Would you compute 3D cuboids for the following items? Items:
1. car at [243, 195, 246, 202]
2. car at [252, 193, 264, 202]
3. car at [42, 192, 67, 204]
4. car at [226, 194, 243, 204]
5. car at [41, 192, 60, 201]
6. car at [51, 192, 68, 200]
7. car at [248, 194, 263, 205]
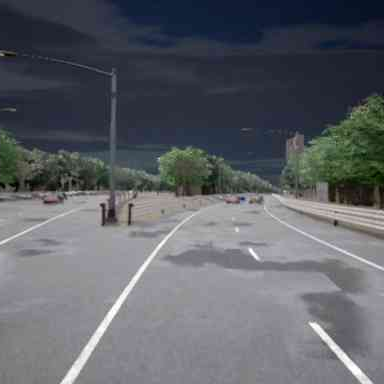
[{"bbox_3d":[9.800,1.181,67.586,1.882,1.535,5.008,1,0,14],"label":"car"},{"bbox_3d":[13.313,1.098,67.210,2.097,1.767,4.553,1,0,14],"label":"car"},{"bbox_3d":[-19.315,0.981,46.744,1.994,1.385,4.181,1,0,-9],"label":"car"},{"bbox_3d":[6.906,1.314,55.571,1.994,1.385,4.181,1,0,14],"label":"car"},{"bbox_3d":[-24.362,0.798,57.417,1.812,1.442,4.674,1,0,-7],"label":"car"},{"bbox_3d":[-25.165,0.779,63.310,1.994,1.385,4.181,1,0,-6],"label":"car"},{"bbox_3d":[10.500,1.324,55.547,1.812,1.442,4.674,1,0,14],"label":"car"}]
